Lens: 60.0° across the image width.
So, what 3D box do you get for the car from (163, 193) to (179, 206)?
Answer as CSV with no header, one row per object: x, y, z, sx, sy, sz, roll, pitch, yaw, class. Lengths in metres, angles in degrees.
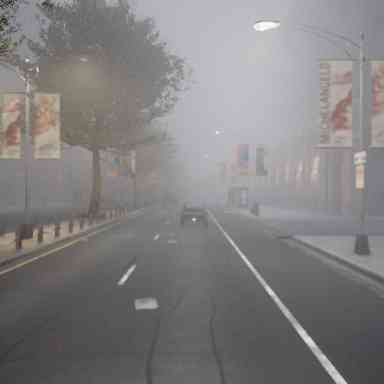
-3.330,1.133,53.264,2.150,2.045,5.566,0,0,0,car

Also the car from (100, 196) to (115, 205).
-14.966,1.376,58.503,1.882,1.535,5.008,0,0,1,car

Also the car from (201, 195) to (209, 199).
3.362,1.455,86.018,1.895,1.301,4.718,0,0,0,car

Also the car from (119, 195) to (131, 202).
-14.903,1.351,74.330,1.882,1.535,5.008,0,0,0,car

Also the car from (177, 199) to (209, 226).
0.130,1.466,23.305,1.837,1.490,4.892,0,0,0,car
